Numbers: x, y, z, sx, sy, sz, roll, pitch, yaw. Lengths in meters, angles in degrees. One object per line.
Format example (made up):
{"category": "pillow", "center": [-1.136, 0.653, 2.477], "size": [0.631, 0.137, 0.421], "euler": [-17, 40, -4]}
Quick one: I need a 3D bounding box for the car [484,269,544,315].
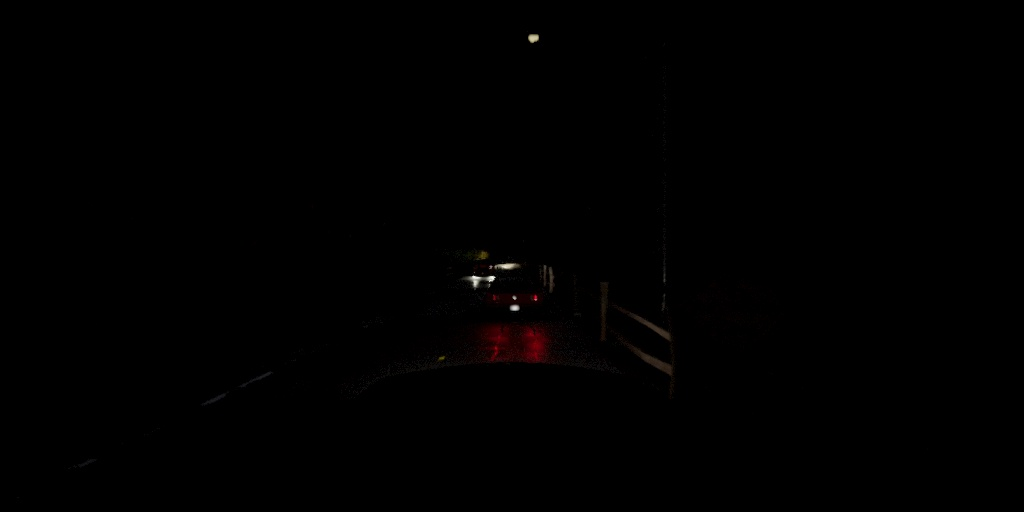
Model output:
{"category": "car", "center": [0.097, 1.342, 13.510], "size": [1.895, 1.301, 4.718], "euler": [0, 0, 0]}

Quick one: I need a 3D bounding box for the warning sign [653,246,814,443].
{"category": "warning sign", "center": [2.451, 0.862, 3.984], "size": [1.300, 1.860, 1.060], "euler": [0, 0, 0]}

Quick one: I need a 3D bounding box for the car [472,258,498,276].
{"category": "car", "center": [-2.834, 1.111, 36.858], "size": [2.097, 1.767, 4.553], "euler": [0, 0, 0]}
